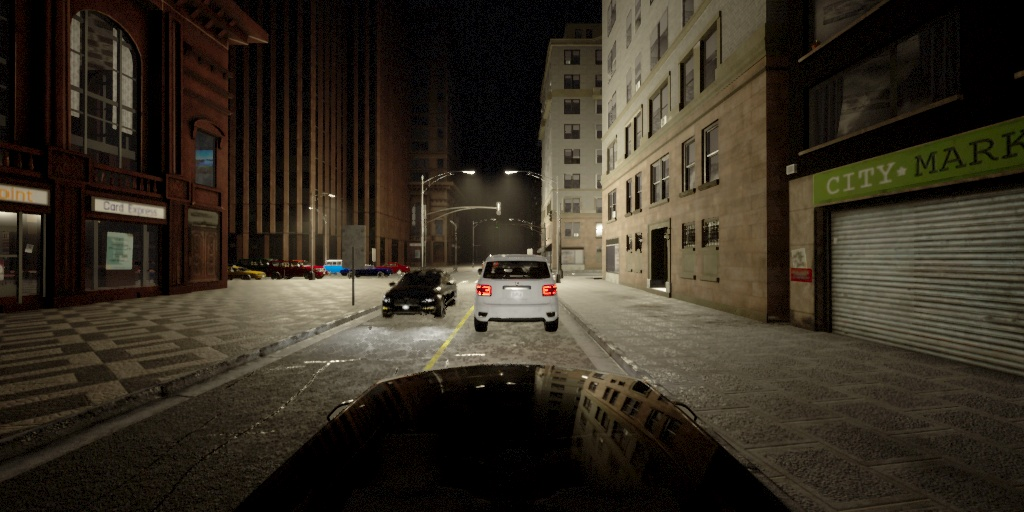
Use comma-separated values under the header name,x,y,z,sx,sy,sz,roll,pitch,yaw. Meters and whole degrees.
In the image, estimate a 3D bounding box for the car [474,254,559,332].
name,x,y,z,sx,sy,sz,roll,pitch,yaw
car,0.101,0.974,11.007,2.150,2.045,5.566,0,0,0

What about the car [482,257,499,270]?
name,x,y,z,sx,sy,sz,roll,pitch,yaw
car,-3.108,1.097,51.725,2.097,1.767,4.553,0,0,1

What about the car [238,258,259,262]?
name,x,y,z,sx,sy,sz,roll,pitch,yaw
car,-24.107,1.247,35.276,5.566,2.045,2.150,-1,0,-1

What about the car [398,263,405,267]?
name,x,y,z,sx,sy,sz,roll,pitch,yaw
car,-13.973,1.477,41.200,4.507,1.381,1.888,0,0,0

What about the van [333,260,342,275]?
name,x,y,z,sx,sy,sz,roll,pitch,yaw
van,-19.597,1.340,41.221,3.998,1.789,1.690,0,0,0

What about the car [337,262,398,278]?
name,x,y,z,sx,sy,sz,roll,pitch,yaw
car,-14.143,1.506,35.246,4.718,1.301,1.895,-1,0,0

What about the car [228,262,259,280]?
name,x,y,z,sx,sy,sz,roll,pitch,yaw
car,-25.074,1.552,32.715,4.829,1.417,1.751,0,0,0

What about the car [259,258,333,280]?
name,x,y,z,sx,sy,sz,roll,pitch,yaw
car,-19.619,1.273,32.695,5.009,1.841,2.192,0,0,0

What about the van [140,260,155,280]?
name,x,y,z,sx,sy,sz,roll,pitch,yaw
van,-30.868,1.435,32.736,3.998,1.789,1.690,0,0,0

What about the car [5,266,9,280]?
name,x,y,z,sx,sy,sz,roll,pitch,yaw
car,-47.740,1.848,32.798,4.403,1.370,2.007,0,0,0

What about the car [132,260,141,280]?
name,x,y,z,sx,sy,sz,roll,pitch,yaw
car,-34.463,1.372,35.333,5.566,2.045,2.150,-1,0,0

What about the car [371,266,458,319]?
name,x,y,z,sx,sy,sz,roll,pitch,yaw
car,-3.106,1.259,12.886,1.837,1.490,4.892,0,0,0
